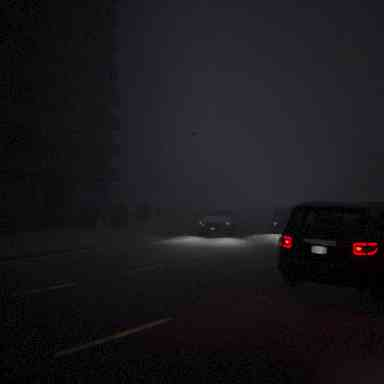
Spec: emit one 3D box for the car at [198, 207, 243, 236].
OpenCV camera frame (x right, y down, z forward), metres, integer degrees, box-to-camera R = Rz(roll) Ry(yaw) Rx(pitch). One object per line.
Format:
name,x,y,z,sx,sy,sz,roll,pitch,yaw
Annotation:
car,1.790,1.623,19.258,1.812,1.442,4.674,0,0,19

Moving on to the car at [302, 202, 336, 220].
car,11.223,1.666,29.678,1.994,1.385,4.181,0,0,10

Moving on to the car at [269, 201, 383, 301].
car,4.180,1.249,8.757,2.150,2.045,5.566,0,0,38

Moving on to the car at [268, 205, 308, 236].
car,5.854,1.629,20.517,2.033,1.411,5.357,0,0,15

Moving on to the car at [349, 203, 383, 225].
car,14.148,1.614,26.039,2.033,1.411,5.357,0,0,10
